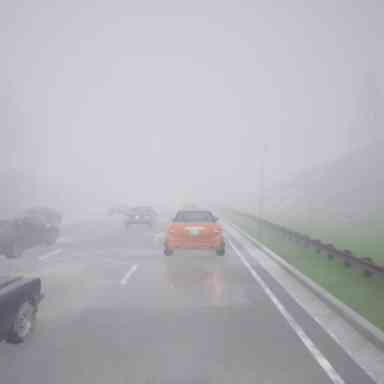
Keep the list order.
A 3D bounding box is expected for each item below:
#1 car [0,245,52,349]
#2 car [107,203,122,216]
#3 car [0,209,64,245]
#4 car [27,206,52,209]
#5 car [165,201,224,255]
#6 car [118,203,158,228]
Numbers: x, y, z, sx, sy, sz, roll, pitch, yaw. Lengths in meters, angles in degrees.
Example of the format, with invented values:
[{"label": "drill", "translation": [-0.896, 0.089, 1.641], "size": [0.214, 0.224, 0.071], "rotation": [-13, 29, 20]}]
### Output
[{"label": "car", "translation": [-3.401, 1.619, 3.493], "size": [1.895, 1.301, 4.718], "rotation": [0, 0, 0]}, {"label": "car", "translation": [-7.275, 1.759, 34.144], "size": [1.895, 1.301, 4.718], "rotation": [0, 0, -2]}, {"label": "car", "translation": [-6.904, 1.610, 12.779], "size": [2.033, 1.411, 5.357], "rotation": [0, 0, 0]}, {"label": "car", "translation": [-10.489, 1.675, 23.014], "size": [1.994, 1.385, 4.181], "rotation": [0, 0, -1]}, {"label": "car", "translation": [0.092, 1.413, 13.666], "size": [2.097, 1.767, 4.553], "rotation": [0, 0, 0]}, {"label": "car", "translation": [-3.481, 1.655, 23.292], "size": [2.033, 1.411, 5.357], "rotation": [0, 0, -1]}]
